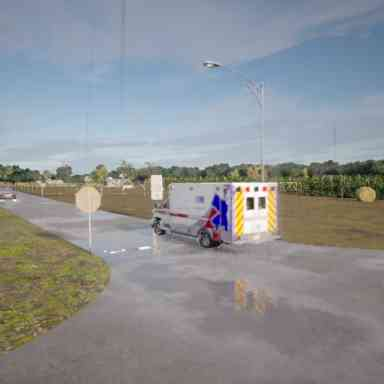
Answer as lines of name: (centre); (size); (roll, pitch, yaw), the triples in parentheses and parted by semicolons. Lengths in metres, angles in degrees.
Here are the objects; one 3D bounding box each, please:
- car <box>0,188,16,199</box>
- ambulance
car: (-25.241, 0.178, 45.223); (1.812, 1.442, 4.674); (-2, 3, -36)
ambulance: (0.563, 0.854, 13.976); (2.351, 2.431, 6.366); (-2, 2, -36)
